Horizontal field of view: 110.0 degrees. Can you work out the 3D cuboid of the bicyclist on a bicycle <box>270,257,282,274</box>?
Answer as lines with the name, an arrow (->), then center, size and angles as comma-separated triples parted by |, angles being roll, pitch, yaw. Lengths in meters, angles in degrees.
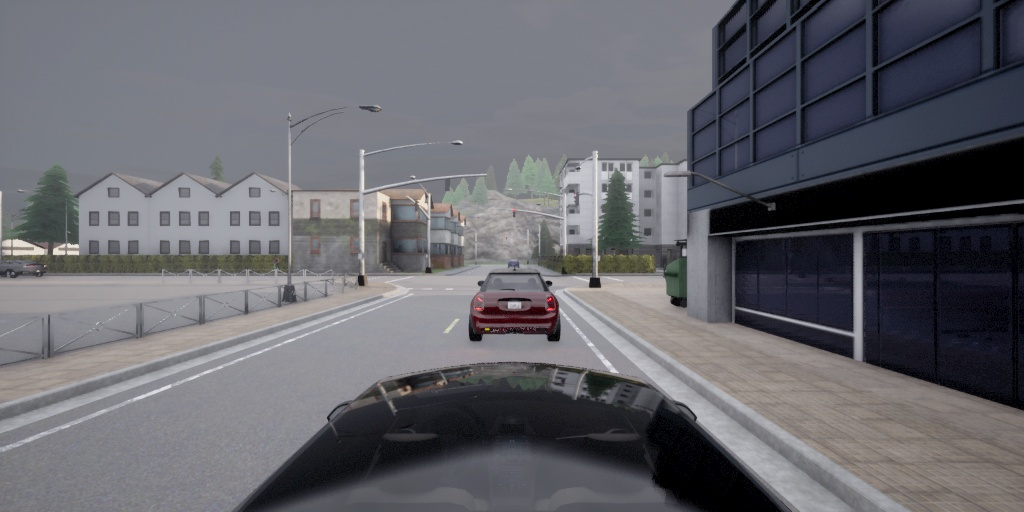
bicyclist on a bicycle -> -22.226, 0.874, 33.826 | 0.582, 1.620, 1.656 | 0, 0, 0

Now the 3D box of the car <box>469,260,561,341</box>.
car -> 0.081, 1.102, 9.993 | 2.097, 1.767, 4.553 | 0, 0, 1

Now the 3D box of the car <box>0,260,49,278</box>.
car -> -42.115, 1.065, 30.065 | 4.902, 1.511, 2.128 | 0, 0, 0
